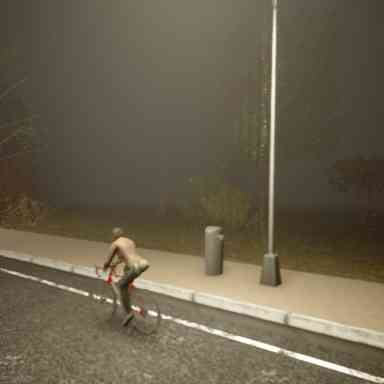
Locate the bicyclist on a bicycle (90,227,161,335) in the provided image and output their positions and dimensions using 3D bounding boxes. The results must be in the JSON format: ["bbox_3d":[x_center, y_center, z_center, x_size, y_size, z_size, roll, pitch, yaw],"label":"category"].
[{"bbox_3d":[-1.140,1.415,5.438,1.656,1.620,0.582,0,0,35],"label":"bicyclist on a bicycle"}]
